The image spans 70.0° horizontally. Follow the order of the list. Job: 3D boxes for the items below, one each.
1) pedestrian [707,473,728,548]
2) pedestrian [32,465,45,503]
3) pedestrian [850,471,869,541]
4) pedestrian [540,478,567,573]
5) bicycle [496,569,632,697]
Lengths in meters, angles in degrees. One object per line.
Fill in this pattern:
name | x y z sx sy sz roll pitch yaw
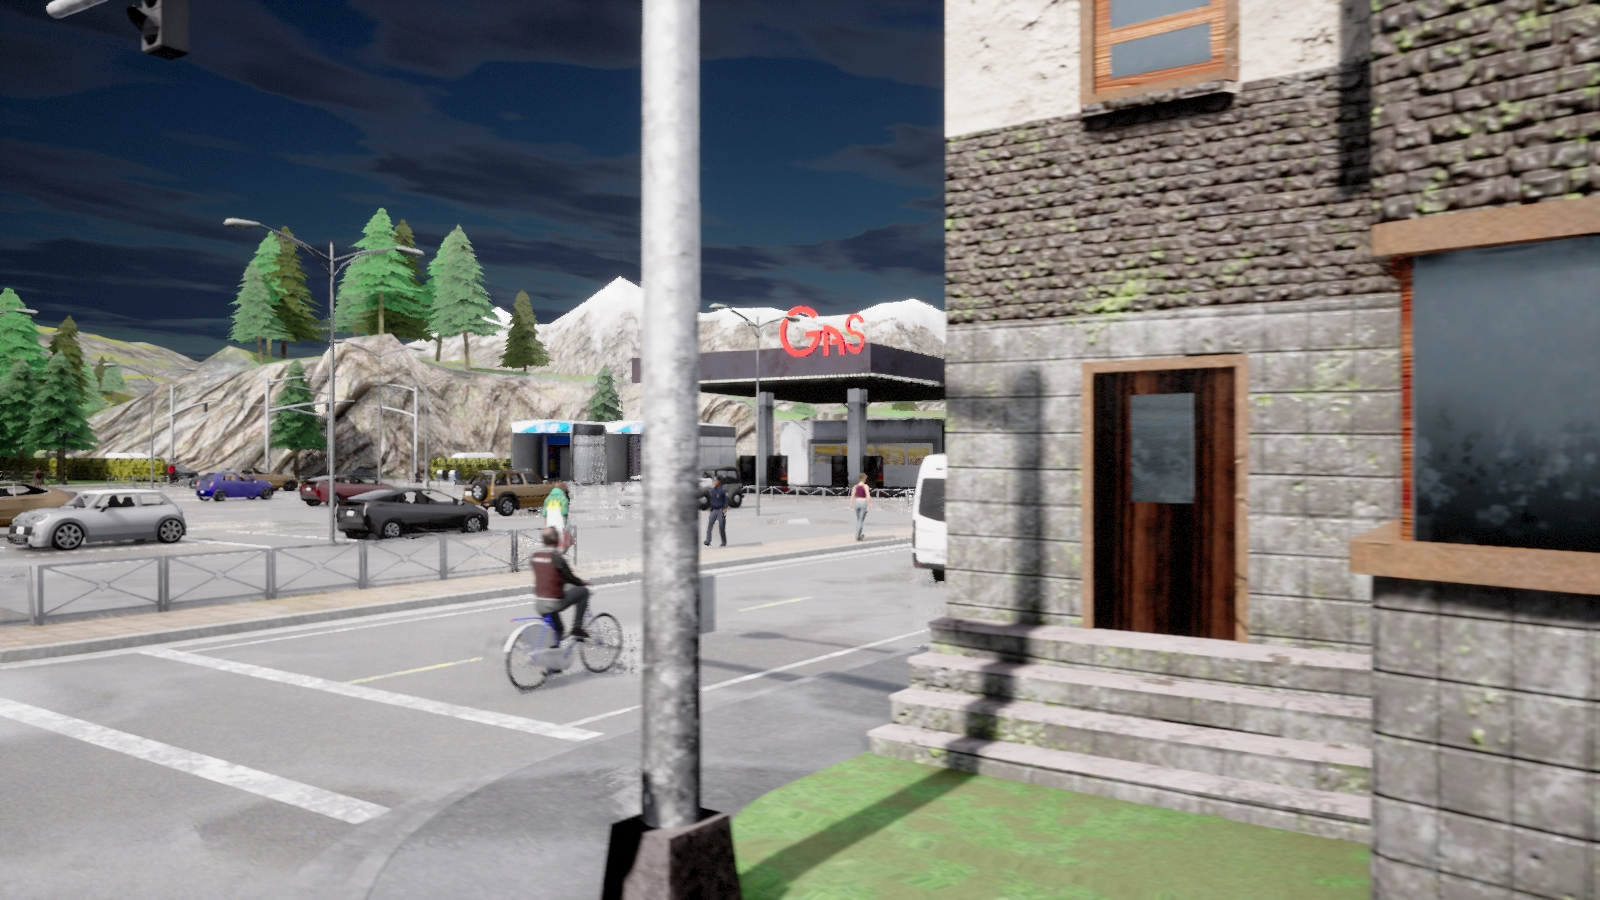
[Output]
pedestrian | -2.069 1.503 28.546 0.375 1.860 0.375 0 0 29
pedestrian | -37.555 1.663 56.356 0.375 1.860 0.375 0 0 28
pedestrian | 1.606 1.502 30.835 0.375 1.860 0.375 0 0 30
pedestrian | -4.937 1.502 22.879 0.375 1.860 0.375 0 0 26
bicycle | -2.623 2.015 12.895 0.329 1.171 1.835 0 0 32
